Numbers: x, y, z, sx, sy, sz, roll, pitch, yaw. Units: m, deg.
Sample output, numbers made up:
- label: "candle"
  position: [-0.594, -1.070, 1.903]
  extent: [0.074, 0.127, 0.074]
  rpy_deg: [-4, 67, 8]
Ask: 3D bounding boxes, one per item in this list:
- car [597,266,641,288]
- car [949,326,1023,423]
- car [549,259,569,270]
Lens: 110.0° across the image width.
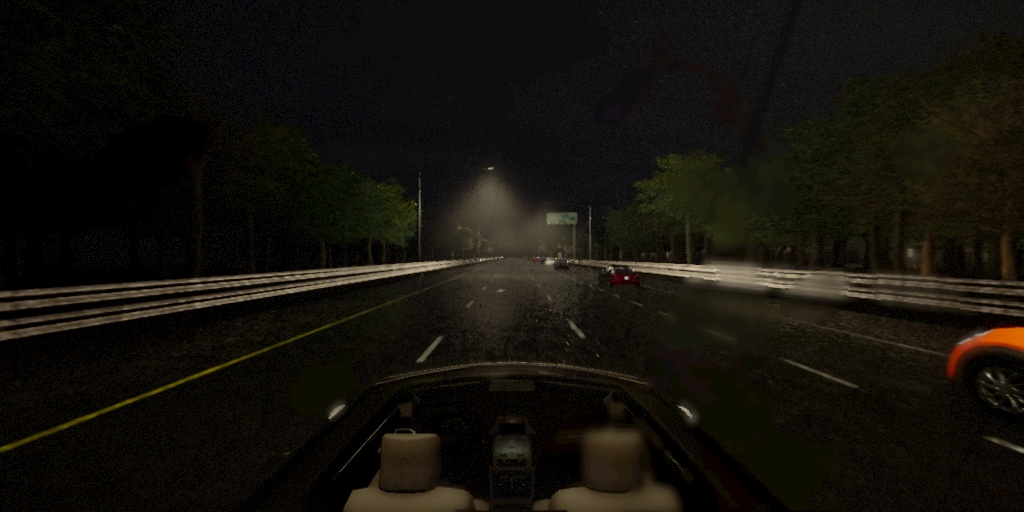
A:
- label: "car"
  position: [7.025, 1.321, 23.995]
  extent: [1.994, 1.385, 4.181]
  rpy_deg: [0, 0, 0]
- label: "car"
  position: [6.998, 1.104, 2.937]
  extent: [2.097, 1.767, 4.553]
  rpy_deg: [0, 0, 0]
- label: "car"
  position: [7.139, 1.305, 52.908]
  extent: [2.033, 1.411, 5.357]
  rpy_deg: [0, 0, 0]
